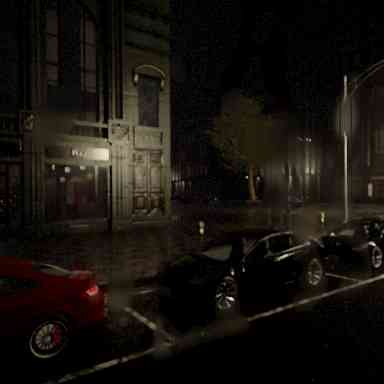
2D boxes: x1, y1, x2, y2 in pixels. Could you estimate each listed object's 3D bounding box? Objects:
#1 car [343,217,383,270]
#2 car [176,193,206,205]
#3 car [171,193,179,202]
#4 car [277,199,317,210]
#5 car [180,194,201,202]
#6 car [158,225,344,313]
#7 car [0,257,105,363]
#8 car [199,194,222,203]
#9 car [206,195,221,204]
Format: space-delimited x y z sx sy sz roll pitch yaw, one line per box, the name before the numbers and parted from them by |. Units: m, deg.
car | 5.877 1.522 10.897 4.313 1.339 1.947 0 0 -36
car | -0.269 1.483 60.042 1.882 1.535 5.008 -1 0 -35
car | -2.806 1.221 69.135 2.150 2.045 5.566 -1 0 -36
car | 13.073 1.540 41.476 1.895 1.301 4.718 -1 0 -36
car | -0.398 1.304 71.353 1.882 1.535 5.008 -1 0 -36
car | 1.303 1.544 7.603 4.313 1.339 1.947 0 0 -36
car | -3.270 1.583 4.309 4.206 1.307 1.802 0 0 -36
car | 3.625 1.307 65.873 2.097 1.767 4.553 -1 0 -35
car | 3.167 1.462 60.970 2.128 1.511 4.902 -1 0 -35
